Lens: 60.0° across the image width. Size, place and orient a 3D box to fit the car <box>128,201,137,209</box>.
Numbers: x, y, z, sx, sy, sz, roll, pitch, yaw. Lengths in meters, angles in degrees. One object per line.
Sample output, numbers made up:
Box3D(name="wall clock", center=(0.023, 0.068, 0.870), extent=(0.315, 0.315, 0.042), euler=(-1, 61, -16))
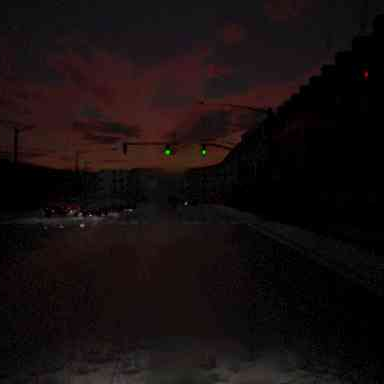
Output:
Box3D(name="car", center=(-10.562, 2.176, 56.238), extent=(2.033, 1.411, 5.357), euler=(0, -1, 0))

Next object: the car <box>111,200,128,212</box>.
Box3D(name="car", center=(-10.579, 2.114, 45.896), extent=(1.895, 1.301, 4.718), euler=(0, -1, 0))

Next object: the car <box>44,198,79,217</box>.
Box3D(name="car", center=(-14.089, 1.631, 36.592), extent=(2.150, 2.045, 5.566), euler=(0, -1, 1))

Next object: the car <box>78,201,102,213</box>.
Box3D(name="car", center=(-14.080, 2.024, 46.398), extent=(1.837, 1.490, 4.892), euler=(0, -1, 0))

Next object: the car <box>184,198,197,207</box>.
Box3D(name="car", center=(-0.038, 2.262, 67.876), extent=(2.128, 1.511, 4.902), euler=(0, -1, -3))

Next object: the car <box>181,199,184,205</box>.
Box3D(name="car", center=(-1.294, 2.261, 77.957), extent=(2.128, 1.511, 4.902), euler=(0, -1, -17))

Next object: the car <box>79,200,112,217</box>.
Box3D(name="car", center=(-10.585, 1.938, 36.792), extent=(1.812, 1.442, 4.674), euler=(0, -1, 0))

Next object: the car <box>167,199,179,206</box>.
Box3D(name="car", center=(-4.405, 2.349, 76.001), extent=(1.837, 1.490, 4.892), euler=(0, -1, -14))

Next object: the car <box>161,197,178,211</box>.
Box3D(name="car", center=(-3.407, 1.775, 49.490), extent=(2.150, 2.045, 5.566), euler=(0, -1, 0))
